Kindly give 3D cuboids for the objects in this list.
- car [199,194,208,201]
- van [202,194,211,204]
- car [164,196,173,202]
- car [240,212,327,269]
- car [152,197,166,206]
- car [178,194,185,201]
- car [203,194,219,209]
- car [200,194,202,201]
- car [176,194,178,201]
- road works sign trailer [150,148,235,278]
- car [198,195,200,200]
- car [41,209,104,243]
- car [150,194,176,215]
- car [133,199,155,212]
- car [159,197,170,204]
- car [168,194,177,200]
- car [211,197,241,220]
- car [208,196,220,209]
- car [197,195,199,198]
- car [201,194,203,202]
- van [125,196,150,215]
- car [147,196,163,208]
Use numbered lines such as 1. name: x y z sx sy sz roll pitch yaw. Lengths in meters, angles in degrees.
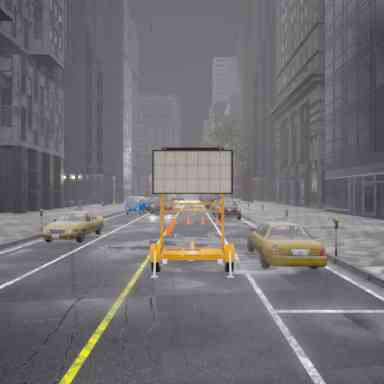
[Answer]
1. car: 3.012 1.435 89.744 2.192 1.841 5.009 0 0 0
2. van: 2.974 1.391 67.186 1.690 1.788 3.998 0 0 0
3. car: -5.533 1.602 78.320 1.752 1.417 4.829 0 0 0
4. car: 2.884 1.521 10.994 1.752 1.417 4.829 0 0 1
5. car: -5.571 1.574 55.934 1.887 1.381 4.507 0 0 0
6. car: -2.850 1.607 85.101 1.837 1.490 4.892 0 -1 0
7. car: 2.935 1.323 44.628 2.192 1.841 5.009 0 0 0
8. car: 2.964 1.480 61.546 1.967 1.590 4.097 0 0 0
9. car: -5.523 1.412 84.128 2.192 1.841 5.009 0 0 0
10. road works sign trailer: 0.016 0.461 10.109 2.380 3.560 2.880 0 0 0
11. car: 2.993 1.659 78.465 1.802 1.307 4.206 0 0 0
12. car: -5.640 1.519 16.254 1.752 1.417 4.829 0 0 1
13. car: -3.043 1.346 33.968 2.097 1.767 4.553 0 0 0
14. car: -5.600 1.565 39.017 1.947 1.339 4.313 0 0 0
15. car: -5.551 1.632 67.213 1.802 1.307 4.206 0 0 0
16. car: -5.504 1.457 95.407 2.192 1.841 5.009 0 0 0
17. car: 2.906 1.431 27.710 1.967 1.590 4.097 0 0 0
18. car: 2.916 1.434 33.348 1.967 1.590 4.097 0 0 0
19. car: 3.002 1.663 84.103 1.947 1.339 4.313 0 0 0
20. car: 2.945 1.333 50.267 2.192 1.841 5.009 0 0 0
21. van: -5.609 1.335 33.379 1.690 1.788 3.998 0 0 0
22. car: -5.581 1.458 50.296 1.967 1.590 4.097 0 0 0
